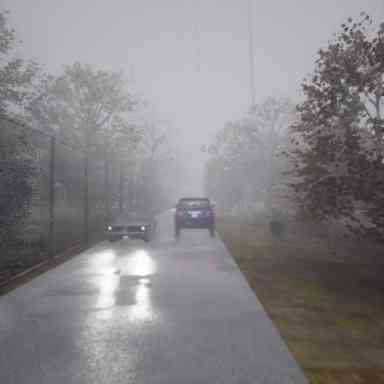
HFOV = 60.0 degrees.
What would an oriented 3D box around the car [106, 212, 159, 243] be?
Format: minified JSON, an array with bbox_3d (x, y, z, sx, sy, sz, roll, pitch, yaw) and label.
[{"bbox_3d":[-2.816,1.663,16.484,1.895,1.301,4.718,0,0,0],"label":"car"}]

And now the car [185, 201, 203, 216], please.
[{"bbox_3d":[0.237,1.825,38.194,1.882,1.535,5.008,0,-1,0],"label":"car"}]

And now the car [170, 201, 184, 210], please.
[{"bbox_3d":[-2.521,2.245,57.048,1.994,1.385,4.181,0,-1,1],"label":"car"}]

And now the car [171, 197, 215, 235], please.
[{"bbox_3d":[0.163,1.306,19.484,2.150,2.045,5.566,0,0,1],"label":"car"}]
